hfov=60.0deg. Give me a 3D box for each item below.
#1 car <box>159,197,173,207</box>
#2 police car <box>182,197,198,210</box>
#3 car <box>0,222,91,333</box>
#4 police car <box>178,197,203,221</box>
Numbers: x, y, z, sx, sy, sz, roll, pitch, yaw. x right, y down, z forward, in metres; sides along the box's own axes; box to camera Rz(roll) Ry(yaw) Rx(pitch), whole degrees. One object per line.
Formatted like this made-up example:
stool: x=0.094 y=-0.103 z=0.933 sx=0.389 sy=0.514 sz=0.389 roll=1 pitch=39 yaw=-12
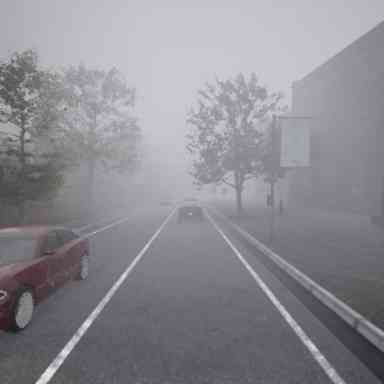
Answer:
car: x=-3.975 y=1.503 z=51.203 sx=2.033 sy=1.411 sz=5.357 roll=0 pitch=0 yaw=0
police car: x=-0.268 y=1.455 z=44.286 sx=2.038 sy=1.542 sz=4.974 roll=0 pitch=0 yaw=0
car: x=-3.646 y=1.478 z=6.998 sx=1.882 sy=1.535 sz=5.008 roll=0 pitch=0 yaw=0
police car: x=-0.113 y=1.397 z=26.894 sx=1.930 sy=1.638 sz=5.238 roll=0 pitch=0 yaw=0
